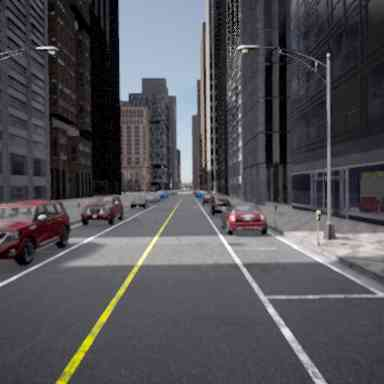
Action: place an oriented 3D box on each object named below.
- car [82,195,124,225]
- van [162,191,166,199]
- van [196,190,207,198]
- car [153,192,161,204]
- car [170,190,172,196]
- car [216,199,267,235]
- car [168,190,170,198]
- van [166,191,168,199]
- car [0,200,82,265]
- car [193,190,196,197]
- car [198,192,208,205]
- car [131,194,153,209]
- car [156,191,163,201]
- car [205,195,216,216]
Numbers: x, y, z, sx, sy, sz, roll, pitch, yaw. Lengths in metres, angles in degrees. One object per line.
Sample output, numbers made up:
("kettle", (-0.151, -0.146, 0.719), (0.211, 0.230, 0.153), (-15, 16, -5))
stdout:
("car", (-6.008, 1.151, 22.916), (2.192, 1.841, 5.009), (-1, 1, -1))
("van", (-6.441, 0.783, 62.398), (1.690, 1.788, 3.998), (-1, 1, -1))
("van", (2.083, 0.682, 62.495), (1.690, 1.788, 3.998), (-1, 1, -1))
("car", (-6.314, 1.106, 51.120), (2.008, 1.369, 4.403), (-1, 1, -1))
("car", (-6.627, 0.588, 79.318), (2.192, 1.841, 5.009), (-1, 1, -1))
("car", (2.580, 1.231, 17.375), (1.967, 1.590, 4.097), (-1, 1, -1))
("car", (-6.563, 0.770, 73.679), (1.967, 1.590, 4.097), (-1, 1, -1))
("van", (-6.503, 0.727, 68.038), (1.690, 1.788, 3.998), (-1, 1, -1))
("car", (-5.884, 1.263, 11.636), (2.192, 1.841, 5.009), (-1, 1, -1))
("car", (1.901, 0.754, 79.417), (1.802, 1.307, 4.206), (-1, 1, -1))
("car", (2.272, 1.054, 45.577), (1.887, 1.381, 4.507), (-1, 1, -1))
("car", (-6.189, 1.233, 39.840), (1.947, 1.339, 4.313), (-1, 1, -1))
("car", (-6.374, 1.026, 56.589), (1.752, 1.417, 4.829), (-1, 1, -1))
("car", (2.458, 1.244, 28.657), (1.947, 1.339, 4.313), (-1, 1, -1))
